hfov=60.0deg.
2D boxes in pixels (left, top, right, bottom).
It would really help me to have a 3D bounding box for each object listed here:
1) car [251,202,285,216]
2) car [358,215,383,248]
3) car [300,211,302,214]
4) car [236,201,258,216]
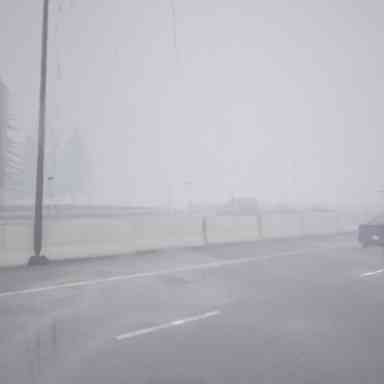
[{"bbox_3d":[8.094,1.892,31.282,4.674,1.442,1.812,1,-1,-36],"label":"car"},{"bbox_3d":[9.351,1.714,14.733,5.008,1.535,1.882,1,-1,-35],"label":"car"},{"bbox_3d":[10.646,1.938,28.803,4.181,1.385,1.994,1,-1,-36],"label":"car"},{"bbox_3d":[5.042,1.897,33.405,5.357,1.411,2.033,1,-1,-36],"label":"car"}]
